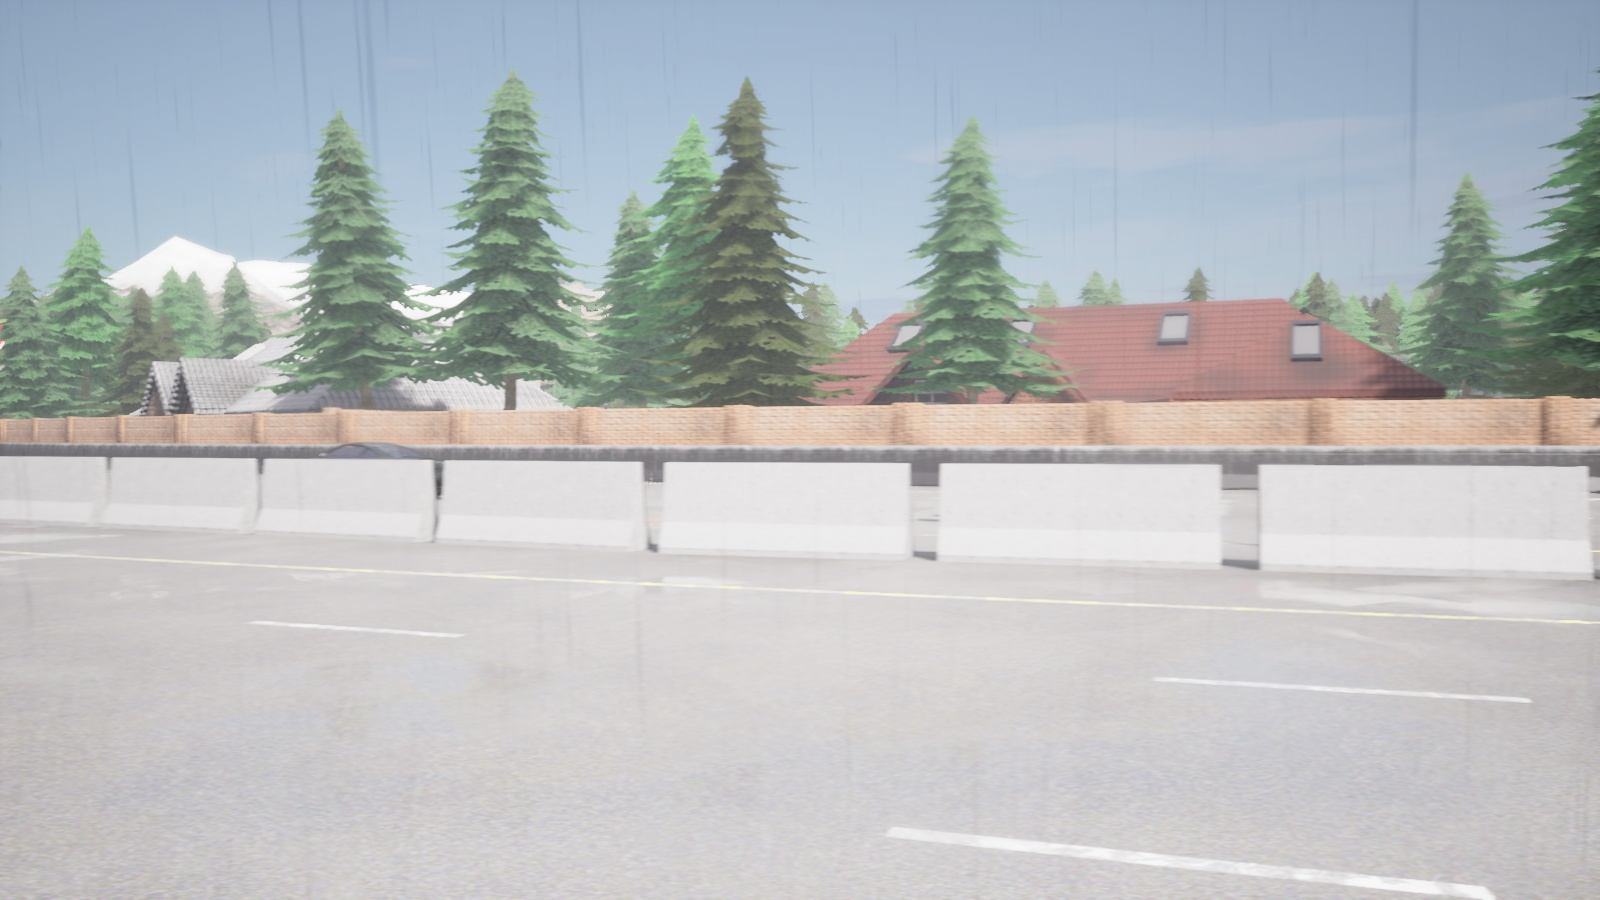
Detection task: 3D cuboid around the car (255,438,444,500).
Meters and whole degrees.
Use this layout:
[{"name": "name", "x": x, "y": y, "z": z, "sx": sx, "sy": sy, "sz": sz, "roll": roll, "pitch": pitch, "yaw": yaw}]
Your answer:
[{"name": "car", "x": -10.979, "y": 0.419, "z": 30.594, "sx": 4.181, "sy": 1.385, "sz": 1.994, "roll": 1, "pitch": 1, "yaw": 26}]
